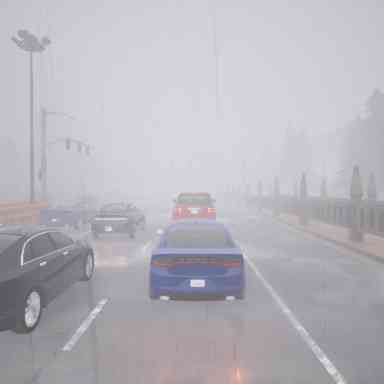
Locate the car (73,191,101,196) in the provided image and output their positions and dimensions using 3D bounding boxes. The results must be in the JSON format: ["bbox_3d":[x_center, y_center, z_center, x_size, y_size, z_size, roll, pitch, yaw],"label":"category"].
[{"bbox_3d":[-13.981,0.928,43.855,1.994,1.385,4.181,0,1,0],"label":"car"}]

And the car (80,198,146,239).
[{"bbox_3d":[-3.381,1.279,15.988,2.128,1.511,4.902,0,1,0],"label":"car"}]

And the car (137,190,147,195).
[{"bbox_3d":[-13.712,0.172,91.242,2.033,1.411,5.357,0,1,0],"label":"car"}]

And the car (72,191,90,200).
[{"bbox_3d":[-20.848,0.604,62.660,1.812,1.442,4.674,0,1,1],"label":"car"}]

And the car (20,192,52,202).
[{"bbox_3d":[-22.420,0.793,48.052,2.128,1.511,4.902,1,1,20],"label":"car"}]

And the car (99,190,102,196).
[{"bbox_3d":[-20.762,0.209,77.437,2.097,1.767,4.553,0,1,0],"label":"car"}]

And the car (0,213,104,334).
[{"bbox_3d":[-3.402,1.434,6.615,1.837,1.490,4.892,0,1,0],"label":"car"}]

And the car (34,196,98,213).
[{"bbox_3d":[-6.872,1.218,19.070,1.882,1.535,5.008,0,1,0],"label":"car"}]

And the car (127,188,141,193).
[{"bbox_3d":[-13.767,0.103,75.877,2.150,2.045,5.566,0,1,0],"label":"car"}]

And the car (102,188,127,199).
[{"bbox_3d":[-13.887,0.342,59.839,2.150,2.045,5.566,0,1,1],"label":"car"}]

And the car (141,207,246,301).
[{"bbox_3d":[0.100,1.383,8.202,1.882,1.535,5.008,0,1,0],"label":"car"}]

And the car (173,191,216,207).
[{"bbox_3d":[0.121,0.977,18.071,2.150,2.045,5.566,0,1,0],"label":"car"}]
